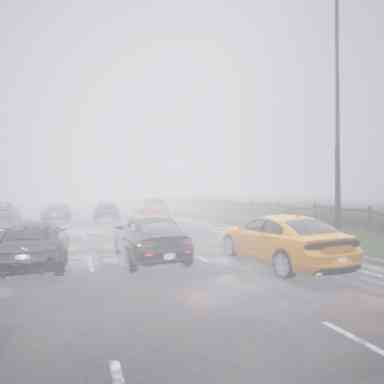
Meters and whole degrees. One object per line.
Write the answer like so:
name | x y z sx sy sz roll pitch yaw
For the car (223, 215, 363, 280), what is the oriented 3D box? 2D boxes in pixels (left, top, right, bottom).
car | 2.631 1.418 9.995 1.882 1.535 5.008 0 0 -20

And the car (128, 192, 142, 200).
car | -13.977 0.980 82.497 3.866 1.878 1.905 0 0 -20

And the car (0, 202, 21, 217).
car | -13.377 1.485 23.549 2.128 1.511 4.902 0 0 -20

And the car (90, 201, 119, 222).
car | -6.813 1.446 25.978 1.837 1.490 4.892 0 0 -20

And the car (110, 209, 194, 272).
car | -1.369 1.490 10.743 1.812 1.442 4.674 0 0 -20

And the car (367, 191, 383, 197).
car | 38.885 0.678 68.993 1.932 1.855 4.605 0 0 -20

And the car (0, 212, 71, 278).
car | -4.809 1.554 10.014 1.994 1.385 4.181 0 0 -20

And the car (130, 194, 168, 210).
car | -3.400 1.267 26.829 2.097 1.767 4.553 0 0 -20

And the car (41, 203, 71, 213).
car | -10.242 1.531 25.174 1.994 1.385 4.181 0 0 -20
